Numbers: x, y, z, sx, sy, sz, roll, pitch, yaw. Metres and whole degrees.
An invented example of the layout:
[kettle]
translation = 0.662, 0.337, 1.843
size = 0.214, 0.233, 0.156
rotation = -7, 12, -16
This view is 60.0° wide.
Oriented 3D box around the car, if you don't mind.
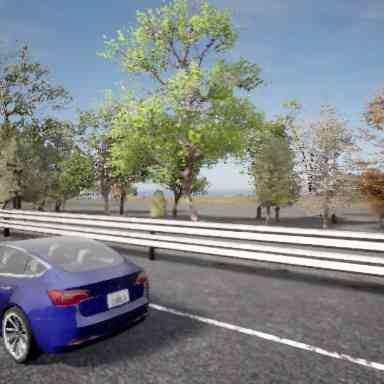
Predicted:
[car]
translation = -2.908, 1.516, 5.973
size = 4.792, 1.488, 2.163
rotation = 0, 0, 36
